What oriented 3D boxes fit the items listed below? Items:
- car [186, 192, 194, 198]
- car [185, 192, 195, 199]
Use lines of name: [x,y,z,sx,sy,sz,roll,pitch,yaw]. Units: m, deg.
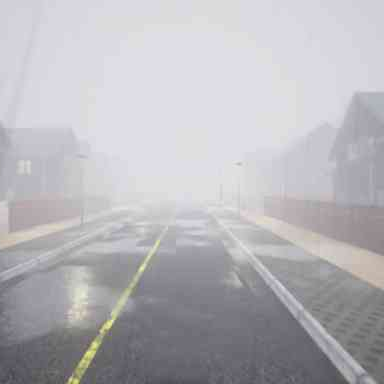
car: [-0.508,0.743,85.121,1.994,1.385,4.181,0,0,0]
car: [-0.447,0.862,75.064,1.837,1.490,4.892,0,1,0]
